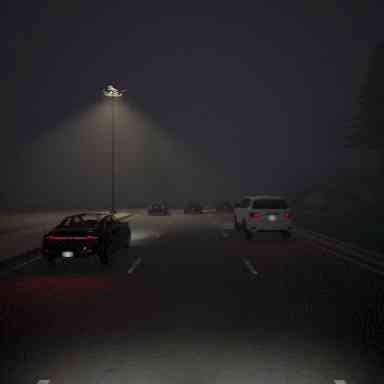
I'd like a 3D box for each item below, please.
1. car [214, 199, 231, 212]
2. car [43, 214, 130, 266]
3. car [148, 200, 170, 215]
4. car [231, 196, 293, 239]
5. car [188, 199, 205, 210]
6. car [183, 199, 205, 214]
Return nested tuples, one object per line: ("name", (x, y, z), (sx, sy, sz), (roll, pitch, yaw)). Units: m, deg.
("car", (3.737, 1.526, 38.523), (1.812, 1.442, 4.674), (0, 0, 2))
("car", (-3.397, 1.491, 11.532), (2.128, 1.511, 4.902), (0, 0, 0))
("car", (-3.370, 1.547, 34.407), (2.033, 1.411, 5.357), (0, 0, 1))
("car", (3.604, 1.221, 17.604), (2.150, 2.045, 5.566), (0, 0, 0))
("car", (0.651, 1.601, 44.544), (1.895, 1.301, 4.718), (0, 0, 6))
("car", (0.149, 1.526, 35.388), (1.812, 1.442, 4.674), (0, 0, 1))
